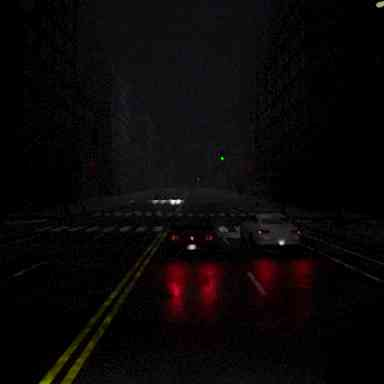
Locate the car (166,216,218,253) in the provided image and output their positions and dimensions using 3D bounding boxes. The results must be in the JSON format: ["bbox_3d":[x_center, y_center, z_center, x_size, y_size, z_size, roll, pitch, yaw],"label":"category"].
[{"bbox_3d":[-0.011,1.671,14.097,1.895,1.301,4.718,0,0,0],"label":"car"}]

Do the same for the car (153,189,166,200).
[{"bbox_3d":[-6.519,0.501,66.737,2.150,2.045,5.566,0,1,0],"label":"car"}]

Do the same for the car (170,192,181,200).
[{"bbox_3d":[-3.278,0.775,66.793,2.128,1.511,4.902,0,1,1],"label":"car"}]

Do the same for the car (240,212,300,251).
[{"bbox_3d":[3.251,1.596,14.372,1.812,1.442,4.674,0,0,0],"label":"car"}]
